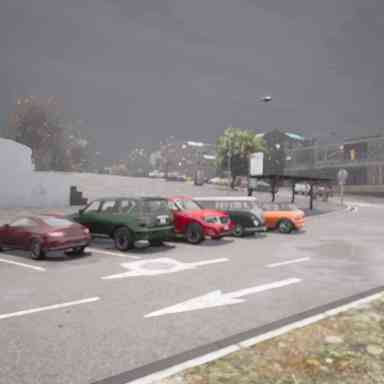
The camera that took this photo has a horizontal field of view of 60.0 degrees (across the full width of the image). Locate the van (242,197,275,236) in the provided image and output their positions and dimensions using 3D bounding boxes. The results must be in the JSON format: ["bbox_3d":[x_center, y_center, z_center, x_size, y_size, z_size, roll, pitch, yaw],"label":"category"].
[{"bbox_3d":[1.745,1.257,17.563,4.442,1.987,1.878,-1,-1,35],"label":"van"}]

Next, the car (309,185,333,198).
[{"bbox_3d":[18.989,0.024,47.835,2.002,1.452,4.674,7,3,35],"label":"car"}]

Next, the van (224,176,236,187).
[{"bbox_3d":[8.569,-1.877,62.506,1.878,1.987,4.442,7,4,35],"label":"van"}]

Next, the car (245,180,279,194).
[{"bbox_3d":[9.838,-0.493,45.463,1.994,1.385,4.181,2,4,-36],"label":"car"}]

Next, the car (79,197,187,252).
[{"bbox_3d":[-3.301,1.236,14.179,5.566,2.045,2.435,-1,0,35],"label":"car"}]

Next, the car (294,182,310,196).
[{"bbox_3d":[17.293,-0.539,50.304,2.435,2.045,5.566,7,3,35],"label":"car"}]

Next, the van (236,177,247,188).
[{"bbox_3d":[10.303,-1.604,60.038,1.878,1.987,4.442,7,4,35],"label":"van"}]

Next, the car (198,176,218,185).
[{"bbox_3d":[3.407,-2.431,70.010,2.002,1.452,4.674,7,3,35],"label":"car"}]

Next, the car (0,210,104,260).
[{"bbox_3d":[-5.724,1.529,12.418,4.674,1.452,2.002,-1,0,35],"label":"car"}]

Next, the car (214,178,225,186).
[{"bbox_3d":[6.990,-1.926,65.234,1.946,1.575,5.366,7,3,35],"label":"car"}]

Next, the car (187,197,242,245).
[{"bbox_3d":[-0.790,1.234,15.889,5.566,2.045,2.435,-1,-1,35],"label":"car"}]

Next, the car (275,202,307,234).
[{"bbox_3d":[4.151,1.357,19.318,4.553,1.767,2.185,-1,-1,35],"label":"car"}]

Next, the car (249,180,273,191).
[{"bbox_3d":[12.068,-1.105,57.680,2.231,1.521,4.892,7,3,35],"label":"car"}]

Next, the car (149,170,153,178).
[{"bbox_3d":[-8.879,-4.477,87.039,2.435,2.045,5.566,1,-1,34],"label":"car"}]

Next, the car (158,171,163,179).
[{"bbox_3d":[-5.368,-3.965,82.228,2.185,1.767,4.553,6,3,34],"label":"car"}]

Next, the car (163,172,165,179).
[{"bbox_3d":[-3.570,-3.814,79.765,2.435,2.045,5.566,7,4,34],"label":"car"}]

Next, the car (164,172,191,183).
[{"bbox_3d":[-2.794,-2.465,63.131,1.994,1.385,4.181,2,4,-35],"label":"car"}]

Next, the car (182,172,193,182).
[{"bbox_3d":[-1.714,-3.291,77.510,1.946,1.575,5.366,7,3,34],"label":"car"}]

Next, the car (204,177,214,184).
[{"bbox_3d":[5.154,-2.158,67.551,2.002,1.452,4.674,7,4,35],"label":"car"}]

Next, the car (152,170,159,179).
[{"bbox_3d":[-7.103,-4.200,84.695,2.185,1.767,4.553,4,1,33],"label":"car"}]
